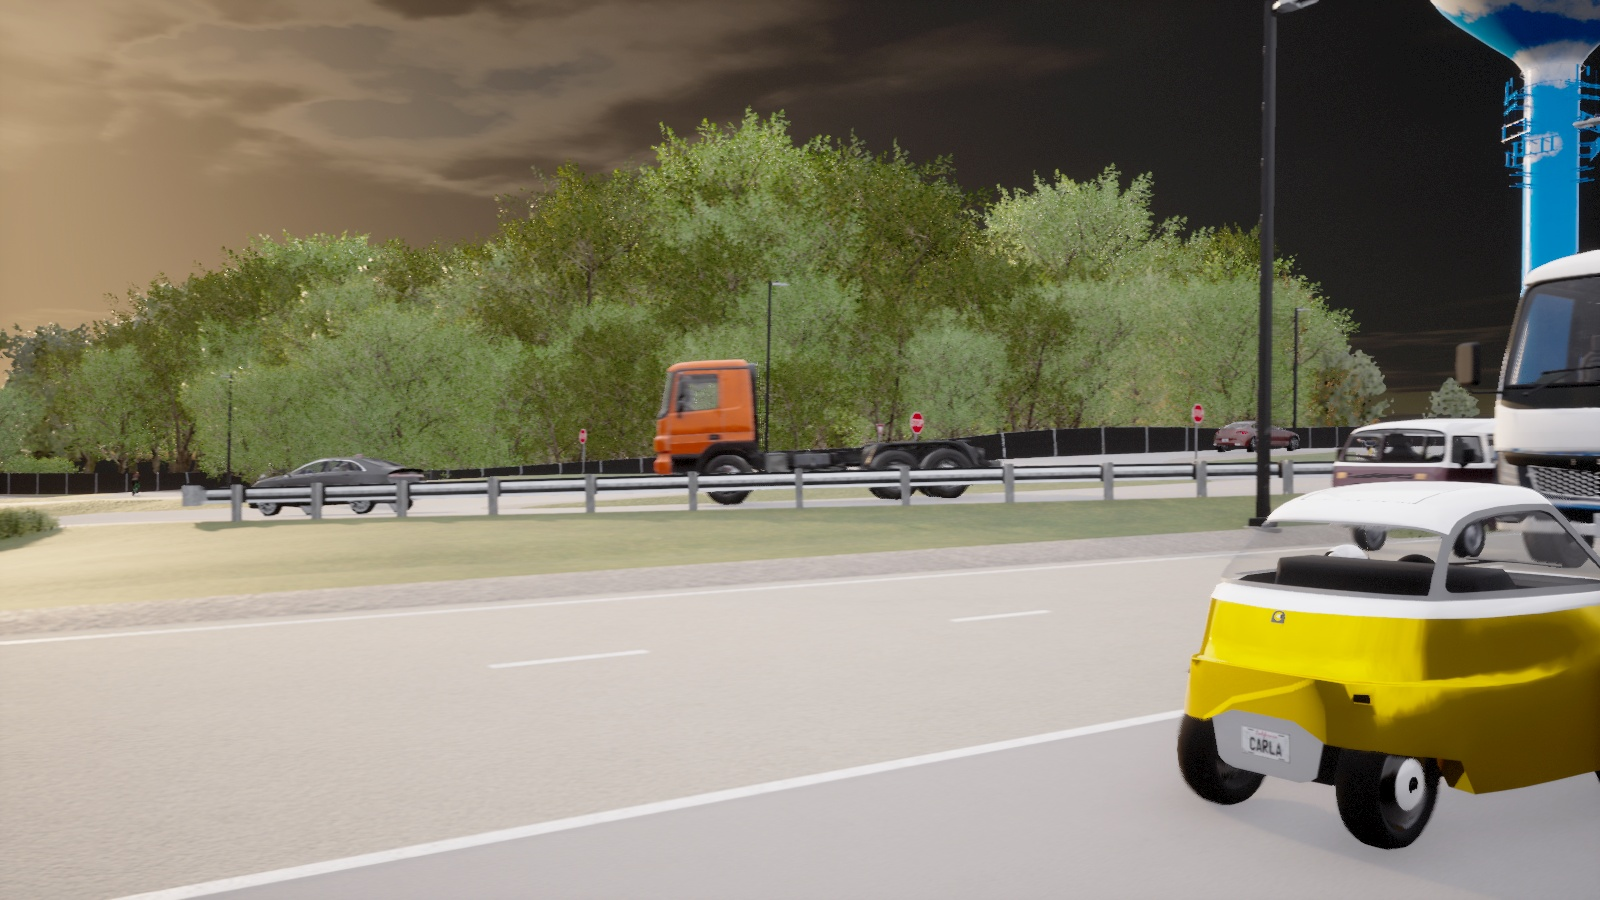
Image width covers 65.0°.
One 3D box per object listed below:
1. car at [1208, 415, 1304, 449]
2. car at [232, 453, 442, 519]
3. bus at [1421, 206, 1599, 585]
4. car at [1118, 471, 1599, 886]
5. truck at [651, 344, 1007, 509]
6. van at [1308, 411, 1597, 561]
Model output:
[{"bbox_3d":[23.842,-0.959,65.586,5.027,1.651,2.152,-2,1,-34],"label":"car"},{"bbox_3d":[-12.185,0.966,33.075,4.902,1.511,2.128,-2,-2,18],"label":"car"},{"bbox_3d":[13.147,-0.621,17.077,10.273,4.253,3.944,0,0,-35],"label":"bus"},{"bbox_3d":[2.738,0.808,5.564,2.207,1.376,1.481,0,0,-35],"label":"car"},{"bbox_3d":[0.634,-0.510,29.919,7.936,3.462,2.891,-2,-1,-1],"label":"truck"},{"bbox_3d":[9.998,0.487,19.145,4.480,2.038,2.069,0,0,-35],"label":"van"}]
